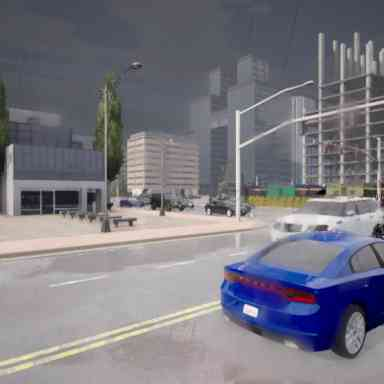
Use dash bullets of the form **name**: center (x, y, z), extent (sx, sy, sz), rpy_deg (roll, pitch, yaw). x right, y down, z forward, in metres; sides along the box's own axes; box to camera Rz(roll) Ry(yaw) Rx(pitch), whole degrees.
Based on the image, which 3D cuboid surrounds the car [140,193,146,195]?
- **car**: center (-9.311, 1.205, 66.642), extent (2.150, 2.045, 5.566), rpy_deg (0, 0, -36)

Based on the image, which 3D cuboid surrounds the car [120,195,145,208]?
- **car**: center (-8.883, 1.515, 47.952), extent (1.812, 1.442, 4.674), rpy_deg (0, 0, -36)

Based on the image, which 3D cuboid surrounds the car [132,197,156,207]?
- **car**: center (-7.524, 1.552, 52.015), extent (1.994, 1.385, 4.181), rpy_deg (0, 0, -36)

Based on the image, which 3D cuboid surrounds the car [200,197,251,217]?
- **car**: center (3.170, 1.495, 31.414), extent (1.837, 1.490, 4.892), rpy_deg (0, 0, -36)

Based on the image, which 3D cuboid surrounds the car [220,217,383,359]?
- **car**: center (2.744, 1.475, 6.100), extent (5.008, 1.535, 1.882), rpy_deg (0, 0, -38)

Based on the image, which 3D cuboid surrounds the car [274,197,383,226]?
- **car**: center (5.490, 1.216, 13.014), extent (5.566, 2.045, 2.150), rpy_deg (0, 0, -39)

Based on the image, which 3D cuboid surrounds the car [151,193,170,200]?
- **car**: center (-8.451, 1.131, 89.487), extent (4.605, 1.855, 1.932), rpy_deg (0, 0, -38)

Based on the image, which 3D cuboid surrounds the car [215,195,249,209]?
- **car**: center (5.499, 1.336, 46.356), extent (2.097, 1.767, 4.553), rpy_deg (0, 0, -36)

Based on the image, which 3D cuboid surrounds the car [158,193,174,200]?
- **car**: center (-6.728, 1.133, 87.161), extent (3.866, 1.878, 1.905), rpy_deg (0, 0, -38)

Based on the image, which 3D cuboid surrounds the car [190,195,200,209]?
- **car**: center (-1.621, 1.479, 43.914), extent (2.128, 1.511, 4.902), rpy_deg (0, 0, -36)

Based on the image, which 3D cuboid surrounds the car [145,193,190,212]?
- **car**: center (-2.984, 1.212, 39.844), extent (2.150, 2.045, 5.566), rpy_deg (0, 0, -36)

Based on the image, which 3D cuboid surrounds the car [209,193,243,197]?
- **car**: center (4.259, 1.340, 35.858), extent (2.097, 1.767, 4.553), rpy_deg (0, 0, -36)
